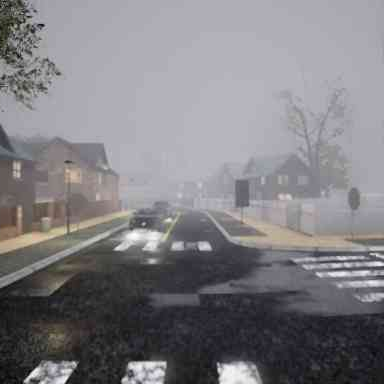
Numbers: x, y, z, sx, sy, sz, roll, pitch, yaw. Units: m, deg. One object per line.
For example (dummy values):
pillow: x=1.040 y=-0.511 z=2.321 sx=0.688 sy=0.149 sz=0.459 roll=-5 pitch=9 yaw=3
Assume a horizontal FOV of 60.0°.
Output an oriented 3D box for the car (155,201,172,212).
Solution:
car: x=-4.097 y=1.995 z=46.827 sx=1.812 sy=1.442 sz=4.674 roll=0 pitch=-1 yaw=-13

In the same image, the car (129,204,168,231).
car: x=-2.919 y=1.761 z=22.129 sx=1.994 sy=1.385 sz=4.181 roll=0 pitch=0 yaw=0

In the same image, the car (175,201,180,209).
car: x=-3.297 y=2.119 z=54.472 sx=1.812 sy=1.442 sz=4.674 roll=0 pitch=-1 yaw=-20

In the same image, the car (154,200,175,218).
car: x=-3.070 y=1.652 z=33.716 sx=2.097 sy=1.767 sz=4.553 roll=0 pitch=0 yaw=-2
